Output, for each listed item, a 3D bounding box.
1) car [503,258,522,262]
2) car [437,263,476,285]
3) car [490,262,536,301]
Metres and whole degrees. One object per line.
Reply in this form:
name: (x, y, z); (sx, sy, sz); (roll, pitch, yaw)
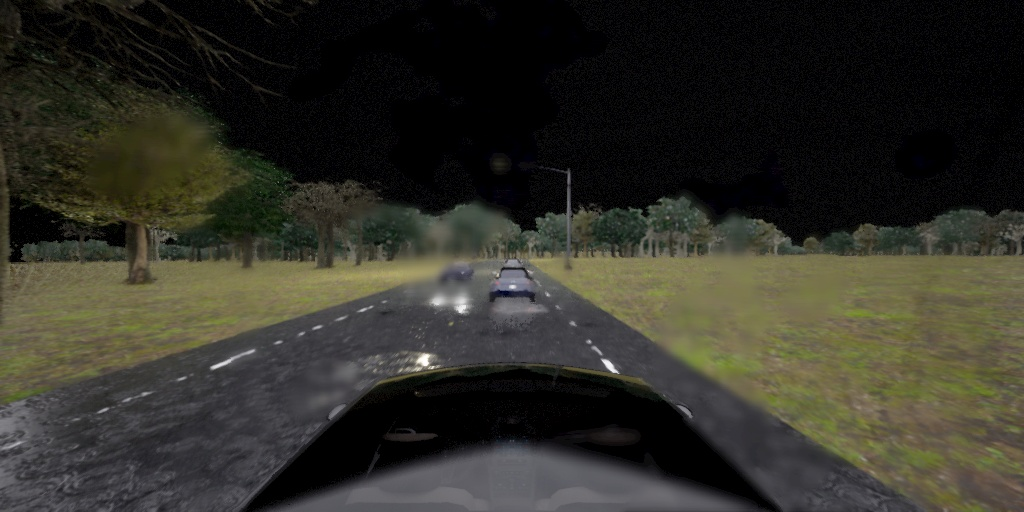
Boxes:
car: (0.072, 0.915, 36.453); (1.994, 1.385, 4.181); (0, 1, 0)
car: (-3.542, 1.128, 23.452); (1.895, 1.301, 4.718); (0, 1, 1)
car: (0.046, 1.183, 16.501); (1.994, 1.385, 4.181); (0, 1, 0)
